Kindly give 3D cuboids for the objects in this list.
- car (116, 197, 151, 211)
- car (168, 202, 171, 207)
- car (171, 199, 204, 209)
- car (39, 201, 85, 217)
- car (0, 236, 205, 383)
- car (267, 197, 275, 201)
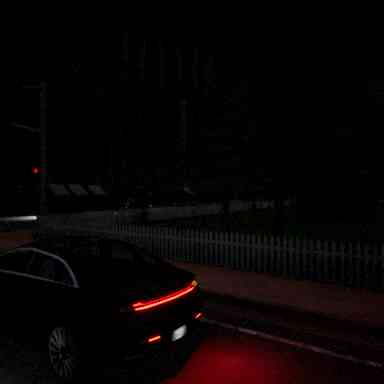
[{"bbox_3d":[-6.961,1.371,39.885,2.097,1.767,4.553,0,0,34],"label":"car"},{"bbox_3d":[-1.402,1.620,48.106,1.895,1.301,4.718,0,0,34],"label":"car"},{"bbox_3d":[-0.254,1.617,43.215,1.895,1.301,4.718,0,0,34],"label":"car"},{"bbox_3d":[-12.377,1.583,31.861,1.994,1.385,4.181,0,0,34],"label":"car"},{"bbox_3d":[-2.118,1.494,5.451,4.902,1.511,2.128,0,0,36],"label":"car"},{"bbox_3d":[15.208,1.562,59.887,2.033,1.411,5.357,0,0,34],"label":"car"}]
